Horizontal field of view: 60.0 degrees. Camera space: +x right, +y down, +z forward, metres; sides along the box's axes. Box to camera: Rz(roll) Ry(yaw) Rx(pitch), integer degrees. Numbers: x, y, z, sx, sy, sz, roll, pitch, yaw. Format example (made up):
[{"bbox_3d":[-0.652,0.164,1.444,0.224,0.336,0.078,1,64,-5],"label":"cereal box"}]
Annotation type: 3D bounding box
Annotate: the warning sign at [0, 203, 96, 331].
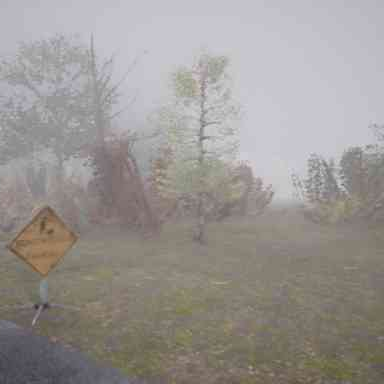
[{"bbox_3d":[-2.572,1.143,5.786,1.060,1.860,1.300,1,-1,35],"label":"warning sign"}]
